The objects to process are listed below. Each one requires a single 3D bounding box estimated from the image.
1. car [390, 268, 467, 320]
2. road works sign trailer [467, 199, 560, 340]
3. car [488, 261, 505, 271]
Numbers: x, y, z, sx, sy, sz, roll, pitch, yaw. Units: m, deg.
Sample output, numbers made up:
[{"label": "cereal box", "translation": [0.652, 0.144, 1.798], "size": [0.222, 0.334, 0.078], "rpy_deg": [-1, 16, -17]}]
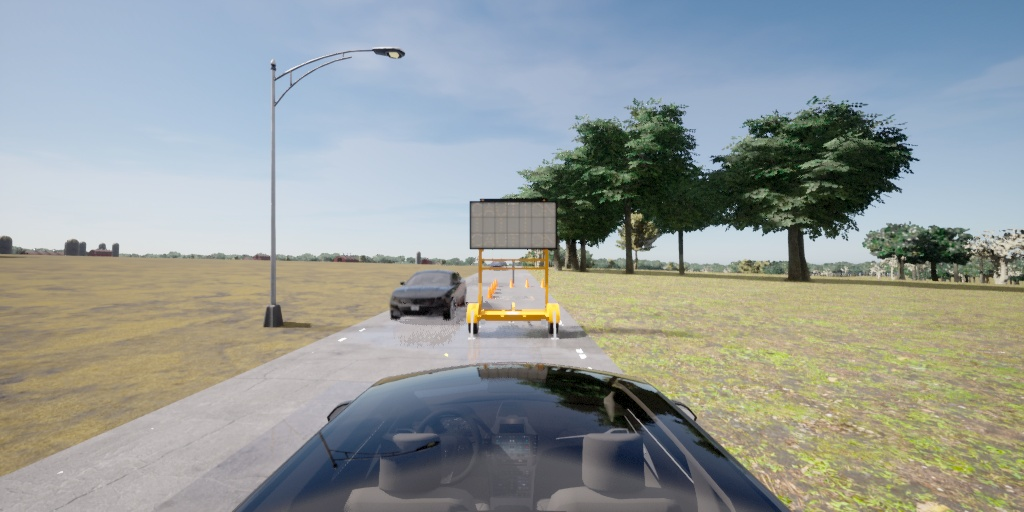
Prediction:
[{"label": "car", "translation": [-2.773, 1.235, 12.806], "size": [1.882, 1.535, 5.008], "rpy_deg": [0, 0, 0]}, {"label": "road works sign trailer", "translation": [0.040, 0.220, 9.972], "size": [2.380, 3.560, 2.880], "rpy_deg": [0, 0, 0]}, {"label": "car", "translation": [-2.497, 1.489, 54.679], "size": [2.033, 1.411, 5.357], "rpy_deg": [0, 0, 0]}]
